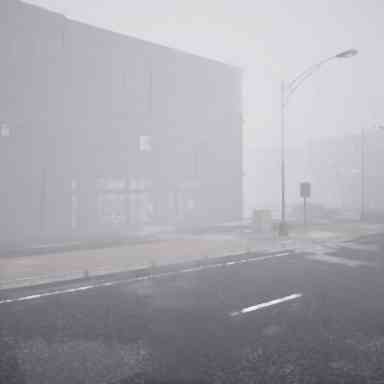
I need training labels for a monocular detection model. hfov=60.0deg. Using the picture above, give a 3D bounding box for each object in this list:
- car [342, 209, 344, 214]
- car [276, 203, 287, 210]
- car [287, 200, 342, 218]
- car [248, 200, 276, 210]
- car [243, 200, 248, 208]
[{"bbox_3d":[13.290,1.764,35.520,2.033,1.411,5.357,-1,0,-36],"label":"car"},{"bbox_3d":[14.009,1.784,44.448,2.008,1.369,4.403,-2,0,-36],"label":"car"},{"bbox_3d":[11.954,1.794,32.715,1.947,1.339,4.313,-2,0,-36],"label":"car"},{"bbox_3d":[10.787,1.878,48.949,1.802,1.307,4.206,-2,0,-36],"label":"car"},{"bbox_3d":[7.565,1.941,53.449,1.802,1.307,4.206,-2,0,-36],"label":"car"}]
